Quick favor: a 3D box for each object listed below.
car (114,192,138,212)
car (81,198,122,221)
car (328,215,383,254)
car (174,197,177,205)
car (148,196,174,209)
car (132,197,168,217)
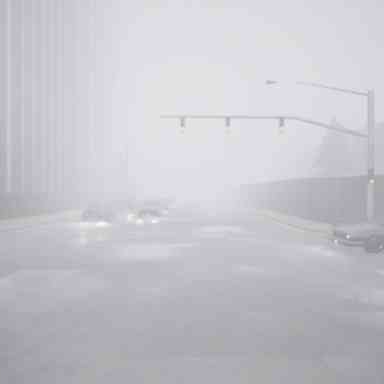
[{"bbox_3d":[-7.095,1.067,36.334,2.150,2.045,5.566,0,0,0],"label":"car"},{"bbox_3d":[-7.097,1.446,25.902,1.994,1.385,4.181,0,0,0],"label":"car"},{"bbox_3d":[8.165,1.532,12.711,5.357,1.411,2.033,1,0,0],"label":"car"},{"bbox_3d":[-3.555,1.380,54.776,1.895,1.301,4.718,0,0,0],"label":"car"},{"bbox_3d":[-3.595,1.382,39.629,2.033,1.411,5.357,0,0,0],"label":"car"},{"bbox_3d":[-3.597,1.418,29.558,2.033,1.411,5.357,0,0,0],"label":"car"}]
